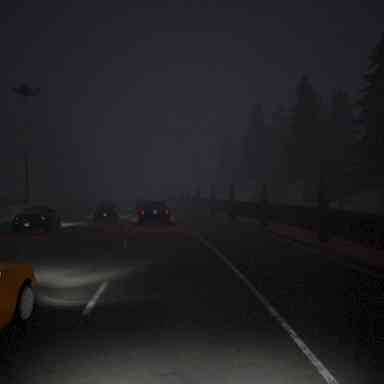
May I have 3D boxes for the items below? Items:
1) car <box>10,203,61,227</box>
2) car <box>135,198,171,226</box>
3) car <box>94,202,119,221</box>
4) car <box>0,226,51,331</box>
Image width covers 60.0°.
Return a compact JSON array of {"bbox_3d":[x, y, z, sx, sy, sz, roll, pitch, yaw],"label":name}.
[{"bbox_3d":[-9.150,1.539,19.861,1.812,1.442,4.674,0,0,-10],"label":"car"},{"bbox_3d":[-2.789,1.348,23.814,2.097,1.767,4.553,0,0,-10],"label":"car"},{"bbox_3d":[-7.047,1.530,27.487,1.812,1.442,4.674,0,0,-11],"label":"car"},{"bbox_3d":[-3.678,1.485,4.036,1.882,1.535,5.008,0,0,-2],"label":"car"}]
